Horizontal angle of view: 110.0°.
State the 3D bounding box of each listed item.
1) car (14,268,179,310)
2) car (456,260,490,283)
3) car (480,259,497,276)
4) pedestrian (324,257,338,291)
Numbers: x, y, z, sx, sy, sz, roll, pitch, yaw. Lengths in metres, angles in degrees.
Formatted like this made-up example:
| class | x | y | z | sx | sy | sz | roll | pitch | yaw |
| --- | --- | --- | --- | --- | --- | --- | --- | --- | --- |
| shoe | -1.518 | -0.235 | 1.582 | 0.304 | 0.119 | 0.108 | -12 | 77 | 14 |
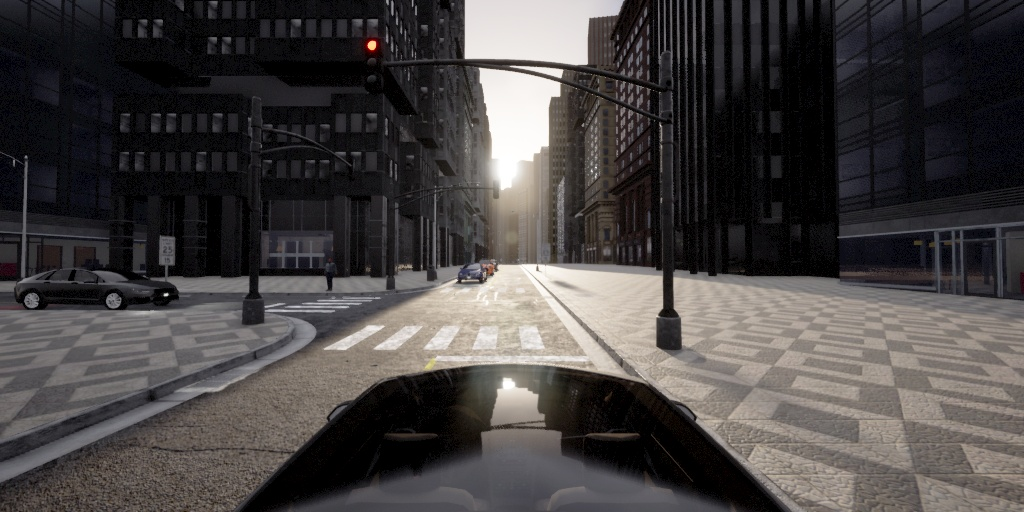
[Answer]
| class | x | y | z | sx | sy | sz | roll | pitch | yaw |
| --- | --- | --- | --- | --- | --- | --- | --- | --- | --- |
| car | -15.342 | 1.191 | 13.401 | 4.892 | 1.490 | 1.837 | 0 | -1 | 0 |
| car | -3.043 | 1.289 | 28.264 | 1.812 | 1.442 | 4.674 | 0 | 0 | 2 |
| car | -3.018 | 1.137 | 38.269 | 2.097 | 1.767 | 4.553 | 0 | 0 | 0 |
| pedestrian | -9.967 | 0.974 | 19.623 | 0.375 | 1.860 | 0.375 | 0 | -1 | 0 |
